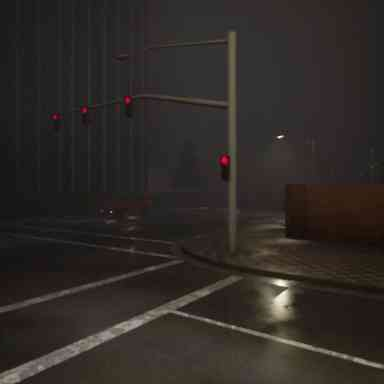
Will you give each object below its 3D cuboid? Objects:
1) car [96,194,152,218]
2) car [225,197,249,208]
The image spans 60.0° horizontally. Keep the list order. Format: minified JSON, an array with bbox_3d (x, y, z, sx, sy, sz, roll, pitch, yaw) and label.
[{"bbox_3d":[-6.037,1.236,30.350,2.150,2.045,5.566,0,0,35],"label":"car"},{"bbox_3d":[6.622,1.522,48.121,1.837,1.490,4.892,0,-1,36],"label":"car"}]
